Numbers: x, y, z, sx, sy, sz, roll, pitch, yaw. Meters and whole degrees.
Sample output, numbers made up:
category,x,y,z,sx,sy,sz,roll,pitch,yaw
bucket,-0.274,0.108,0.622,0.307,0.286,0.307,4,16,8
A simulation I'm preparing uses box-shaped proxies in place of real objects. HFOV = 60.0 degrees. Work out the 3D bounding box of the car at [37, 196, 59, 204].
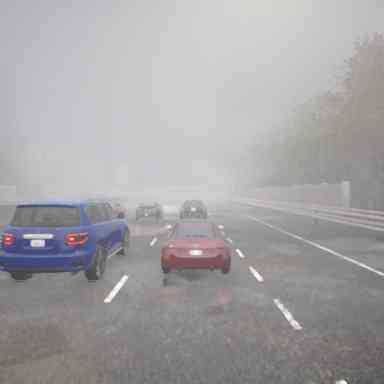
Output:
category,x,y,z,sx,sy,sz,roll,pitch,yaw
car,-27.982,1.589,64.911,2.033,1.411,5.357,0,0,0

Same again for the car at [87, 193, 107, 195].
category,x,y,z,sx,sy,sz,roll,pitch,yaw
car,-17.488,1.276,63.023,2.150,2.045,5.566,0,0,0

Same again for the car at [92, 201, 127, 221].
category,x,y,z,sx,sy,sz,roll,pitch,yaw
car,-6.892,1.539,28.215,1.812,1.442,4.674,0,0,0

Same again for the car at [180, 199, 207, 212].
category,x,y,z,sx,sy,sz,roll,pitch,yaw
car,0.107,1.364,26.894,2.097,1.767,4.553,0,0,0

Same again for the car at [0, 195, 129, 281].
category,x,y,z,sx,sy,sz,roll,pitch,yaw
car,-3.399,1.223,10.019,2.150,2.045,5.566,0,0,0

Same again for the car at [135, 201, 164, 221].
category,x,y,z,sx,sy,sz,roll,pitch,yaw
car,-3.391,1.504,27.119,2.128,1.511,4.902,0,0,0

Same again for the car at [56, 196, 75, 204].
category,x,y,z,sx,sy,sz,roll,pitch,yaw
car,-24.482,1.527,64.494,1.882,1.535,5.008,0,0,0

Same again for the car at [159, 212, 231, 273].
category,x,y,z,sx,sy,sz,roll,pitch,yaw
car,0.104,1.566,10.761,1.994,1.385,4.181,0,0,0

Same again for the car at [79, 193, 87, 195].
category,x,y,z,sx,sy,sz,roll,pitch,yaw
car,-20.985,1.276,64.481,2.150,2.045,5.566,0,0,0
